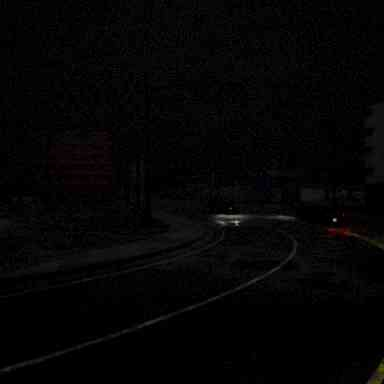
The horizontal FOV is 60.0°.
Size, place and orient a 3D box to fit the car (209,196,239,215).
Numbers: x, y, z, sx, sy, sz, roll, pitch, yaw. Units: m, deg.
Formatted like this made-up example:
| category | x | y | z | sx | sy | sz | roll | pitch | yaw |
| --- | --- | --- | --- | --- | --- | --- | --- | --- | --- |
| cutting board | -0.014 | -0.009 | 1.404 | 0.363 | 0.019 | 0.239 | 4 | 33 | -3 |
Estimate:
| category | x | y | z | sx | sy | sz | roll | pitch | yaw |
| --- | --- | --- | --- | --- | --- | --- | --- | --- | --- |
| car | 3.530 | 1.458 | 38.321 | 2.150 | 2.045 | 5.566 | 0 | -1 | -12 |

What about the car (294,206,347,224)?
| category | x | y | z | sx | sy | sz | roll | pitch | yaw |
| --- | --- | --- | --- | --- | --- | --- | --- | --- | --- |
| car | 9.848 | 1.720 | 25.975 | 1.895 | 1.301 | 4.718 | 0 | 0 | -10 |
